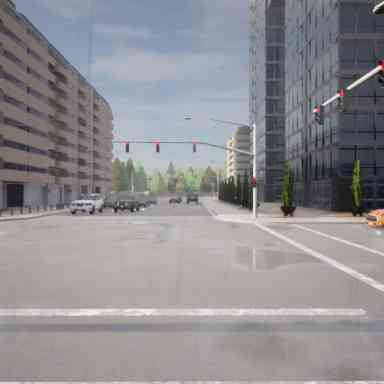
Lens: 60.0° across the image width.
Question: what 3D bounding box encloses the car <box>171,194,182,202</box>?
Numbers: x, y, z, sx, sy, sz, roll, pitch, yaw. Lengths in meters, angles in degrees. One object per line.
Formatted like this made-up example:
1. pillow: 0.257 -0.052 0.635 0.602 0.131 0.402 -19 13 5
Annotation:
1. car: -3.389 1.355 74.301 2.097 1.767 4.553 0 0 1

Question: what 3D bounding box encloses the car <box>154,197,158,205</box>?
1. car: -7.171 1.564 58.419 1.994 1.385 4.181 0 0 1

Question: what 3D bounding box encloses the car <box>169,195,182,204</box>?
1. car: -3.414 1.526 64.283 1.812 1.442 4.674 0 0 1

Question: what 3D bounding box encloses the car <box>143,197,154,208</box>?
1. car: -7.311 1.547 48.399 2.033 1.411 5.357 0 0 1

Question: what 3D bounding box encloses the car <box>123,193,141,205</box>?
1. car: -10.652 1.221 59.570 2.150 2.045 5.566 0 0 1

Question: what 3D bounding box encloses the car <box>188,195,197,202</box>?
1. car: 0.119 1.500 74.577 1.837 1.490 4.892 0 0 1

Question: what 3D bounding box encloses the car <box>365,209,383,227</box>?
1. car: 13.585 1.407 21.136 4.553 1.767 2.097 0 0 0

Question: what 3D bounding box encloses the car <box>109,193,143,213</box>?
1. car: -7.408 1.221 38.155 2.150 2.045 5.566 0 0 1

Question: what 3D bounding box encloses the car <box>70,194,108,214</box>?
1. car: -10.918 1.221 34.981 2.150 2.045 5.566 0 0 -1

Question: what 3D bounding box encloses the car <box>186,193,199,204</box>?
1. car: 0.080 1.221 63.864 2.150 2.045 5.566 0 0 1
